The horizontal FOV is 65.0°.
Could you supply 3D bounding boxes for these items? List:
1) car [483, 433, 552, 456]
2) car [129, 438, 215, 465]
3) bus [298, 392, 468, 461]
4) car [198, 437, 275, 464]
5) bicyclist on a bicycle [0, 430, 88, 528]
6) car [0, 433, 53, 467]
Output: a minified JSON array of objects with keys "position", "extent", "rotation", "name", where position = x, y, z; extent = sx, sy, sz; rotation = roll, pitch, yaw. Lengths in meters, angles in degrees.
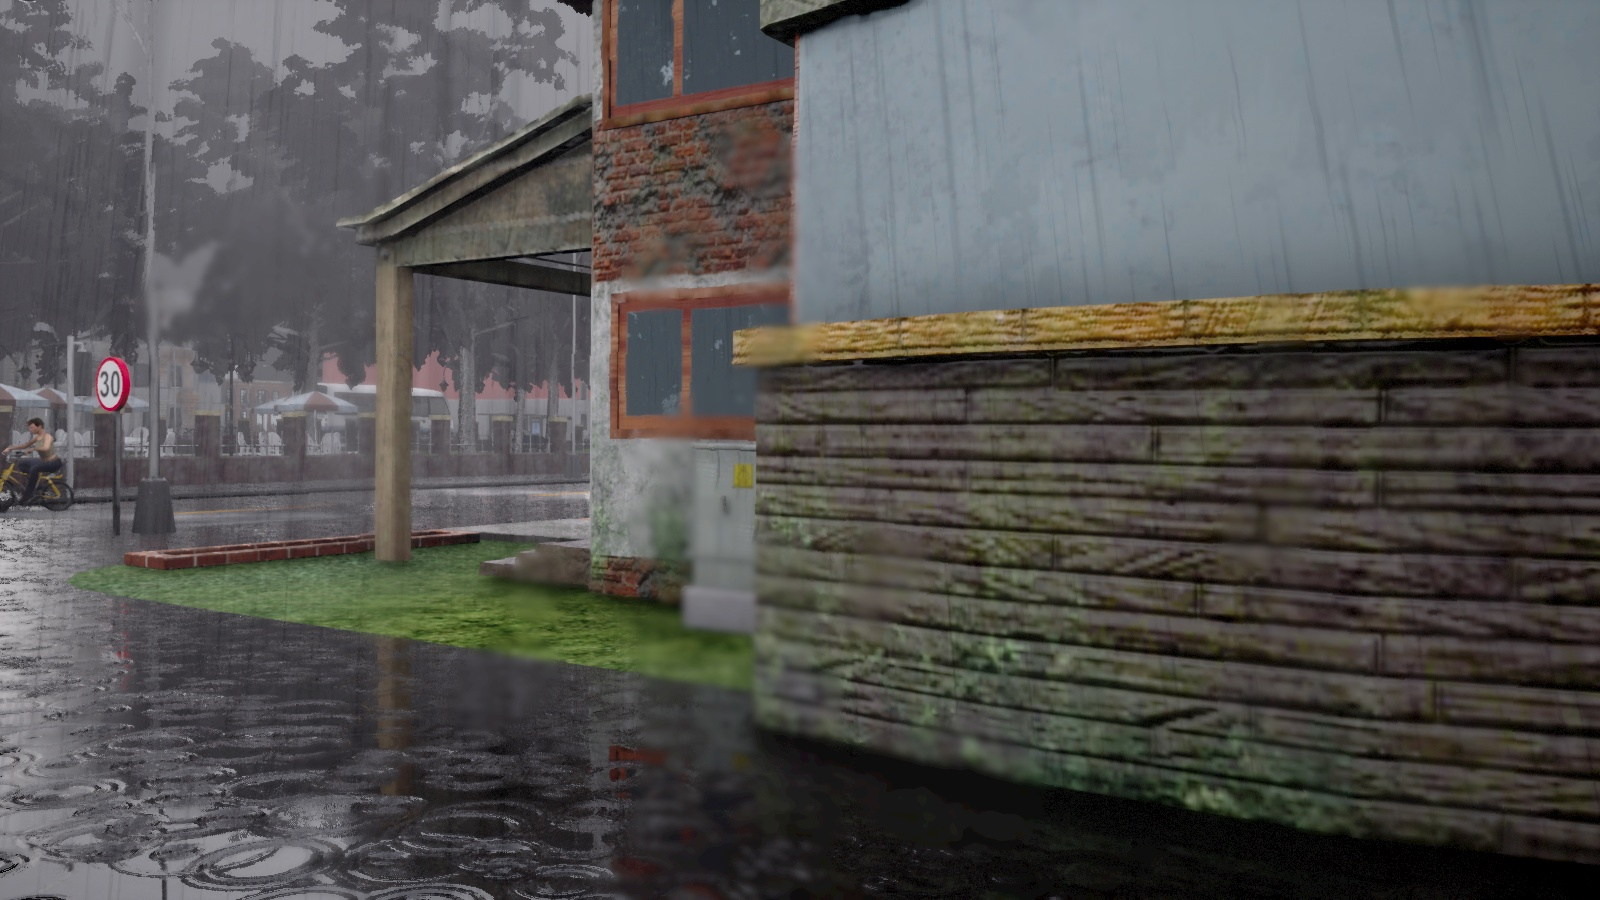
[{"position":[-20.658,-0.409,92.079],"extent":[2.033,1.649,4.856],"rotation":[0,1,33],"name":"car"},{"position":[-37.141,0.066,74.359],"extent":[1.816,1.474,4.193],"rotation":[0,1,33],"name":"car"},{"position":[-27.106,-1.524,82.317],"extent":[3.944,4.253,10.273],"rotation":[0,1,33],"name":"bus"},{"position":[-32.933,0.005,73.477],"extent":[1.789,1.549,3.705],"rotation":[0,1,33],"name":"car"},{"position":[-13.113,0.493,21.311],"extent":[0.866,1.612,1.509],"rotation":[0,-2,34],"name":"bicyclist on a bicycle"},{"position":[-40.265,0.024,62.343],"extent":[2.152,1.651,5.027],"rotation":[0,1,33],"name":"car"}]
